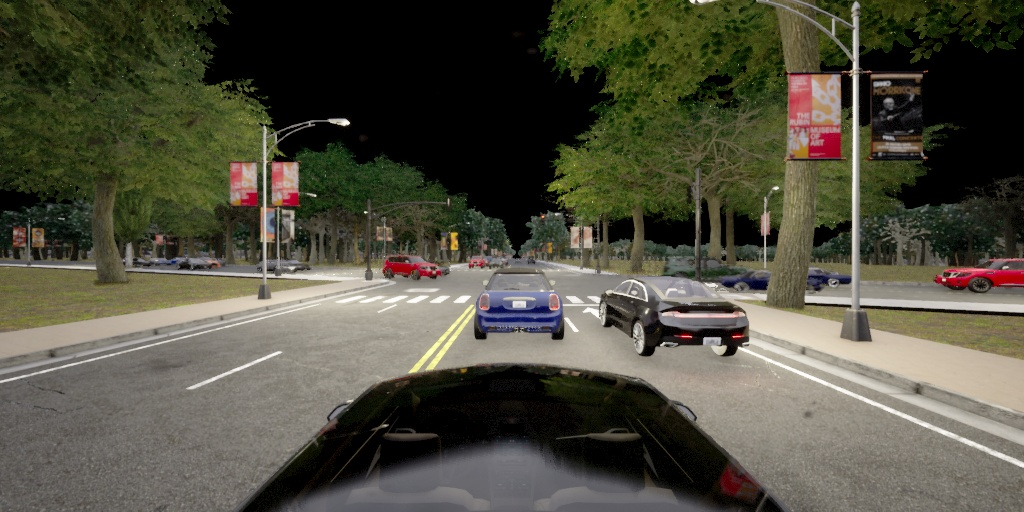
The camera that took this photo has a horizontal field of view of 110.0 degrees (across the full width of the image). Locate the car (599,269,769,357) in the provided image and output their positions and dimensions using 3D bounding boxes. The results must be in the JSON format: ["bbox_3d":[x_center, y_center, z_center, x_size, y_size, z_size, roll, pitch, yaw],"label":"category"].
[{"bbox_3d":[3.428,1.241,8.548,2.128,1.511,4.902,0,0,0],"label":"car"}]

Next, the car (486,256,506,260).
[{"bbox_3d":[-2.401,1.107,55.881,2.097,1.767,4.553,0,0,1],"label":"car"}]

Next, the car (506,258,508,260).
[{"bbox_3d":[-2.210,1.357,64.872,1.895,1.301,4.718,0,0,1],"label":"car"}]

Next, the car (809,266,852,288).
[{"bbox_3d":[20.393,1.477,25.058,4.718,1.301,1.895,0,0,24],"label":"car"}]

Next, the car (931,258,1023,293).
[{"bbox_3d":[29.307,1.153,21.077,5.566,2.045,2.150,0,0,25],"label":"car"}]

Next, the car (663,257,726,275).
[{"bbox_3d":[13.217,1.063,24.480,5.566,2.045,2.150,0,0,24],"label":"car"}]

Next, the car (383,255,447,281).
[{"bbox_3d":[-8.447,0.946,30.046,5.566,2.045,2.150,0,-1,34],"label":"car"}]

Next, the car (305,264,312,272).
[{"bbox_3d":[-25.913,1.163,41.933,5.357,1.411,2.033,0,0,24],"label":"car"}]

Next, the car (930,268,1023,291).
[{"bbox_3d":[31.481,1.537,23.674,4.718,1.301,1.895,0,0,24],"label":"car"}]

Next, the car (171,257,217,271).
[{"bbox_3d":[-39.369,1.029,44.387,5.008,1.535,1.882,0,0,24],"label":"car"}]

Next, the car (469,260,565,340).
[{"bbox_3d":[0.191,1.102,10.136,2.097,1.767,4.553,0,0,1],"label":"car"}]

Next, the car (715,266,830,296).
[{"bbox_3d":[14.503,1.459,20.350,4.718,1.301,1.895,0,0,24],"label":"car"}]

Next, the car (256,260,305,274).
[{"bbox_3d":[-24.840,1.121,37.893,4.902,1.511,2.128,0,0,24],"label":"car"}]

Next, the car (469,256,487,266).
[{"bbox_3d":[-5.630,0.977,57.948,2.150,2.045,5.566,0,0,1],"label":"car"}]

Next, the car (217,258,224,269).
[{"bbox_3d":[-42.433,0.880,49.340,4.553,1.767,2.097,0,0,24],"label":"car"}]

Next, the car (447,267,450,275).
[{"bbox_3d":[-8.161,1.219,34.013,4.892,1.490,1.837,0,0,24],"label":"car"}]
